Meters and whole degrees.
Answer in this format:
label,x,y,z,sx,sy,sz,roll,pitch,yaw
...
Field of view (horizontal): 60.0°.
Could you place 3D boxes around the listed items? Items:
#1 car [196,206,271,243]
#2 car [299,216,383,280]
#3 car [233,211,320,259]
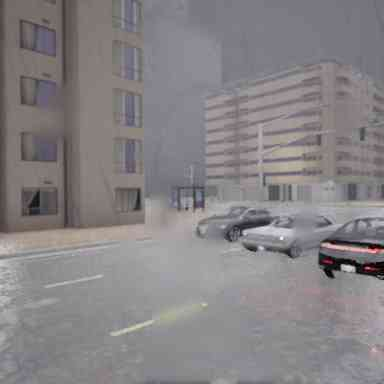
label,x,y,z,sx,sy,sz,roll,pitch,yaw
car,2.315,1.433,15.793,4.902,1.511,2.128,-1,0,-43
car,5.167,1.422,8.810,4.902,1.511,2.128,-1,0,-42
car,3.915,1.534,12.508,4.718,1.301,1.895,-1,0,-43
